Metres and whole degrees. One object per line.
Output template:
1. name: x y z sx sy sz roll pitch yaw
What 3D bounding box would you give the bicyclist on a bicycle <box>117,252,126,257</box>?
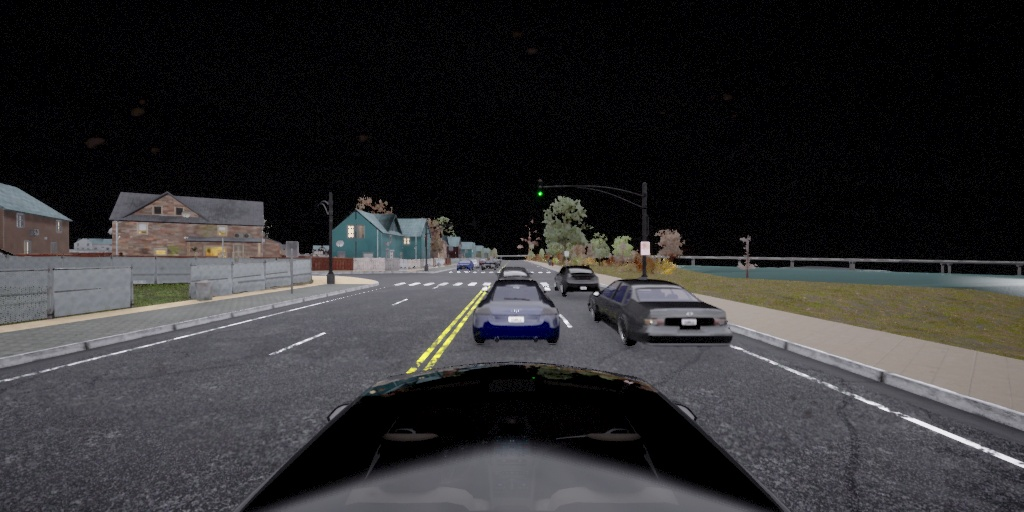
1. bicyclist on a bicycle: -29.572 0.544 27.137 0.582 1.620 1.656 1 0 -35

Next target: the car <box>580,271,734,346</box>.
1. car: 3.365 1.298 9.320 2.033 1.411 5.357 0 0 0

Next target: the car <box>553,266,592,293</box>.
1. car: 3.380 1.258 19.350 1.837 1.490 4.892 0 0 0

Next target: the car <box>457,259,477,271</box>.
1. car: -6.508 1.255 50.347 1.882 1.535 5.008 0 0 1

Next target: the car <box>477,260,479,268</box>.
1. car: -6.480 1.316 59.533 1.812 1.442 4.674 0 0 0

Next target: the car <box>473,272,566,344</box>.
1. car: 0.108 1.314 9.623 1.994 1.385 4.181 0 0 0

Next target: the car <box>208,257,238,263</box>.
1. car: -20.985 0.852 26.032 4.902 1.511 2.128 1 -1 -35

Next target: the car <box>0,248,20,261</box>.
1. car: -29.684 0.413 19.870 5.566 2.045 2.150 1 -1 -35

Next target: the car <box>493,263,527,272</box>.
1. car: 0.102 1.277 18.761 1.812 1.442 4.674 0 0 -2

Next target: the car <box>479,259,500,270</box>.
1. car: -3.247 1.343 51.605 1.994 1.385 4.181 0 0 1
